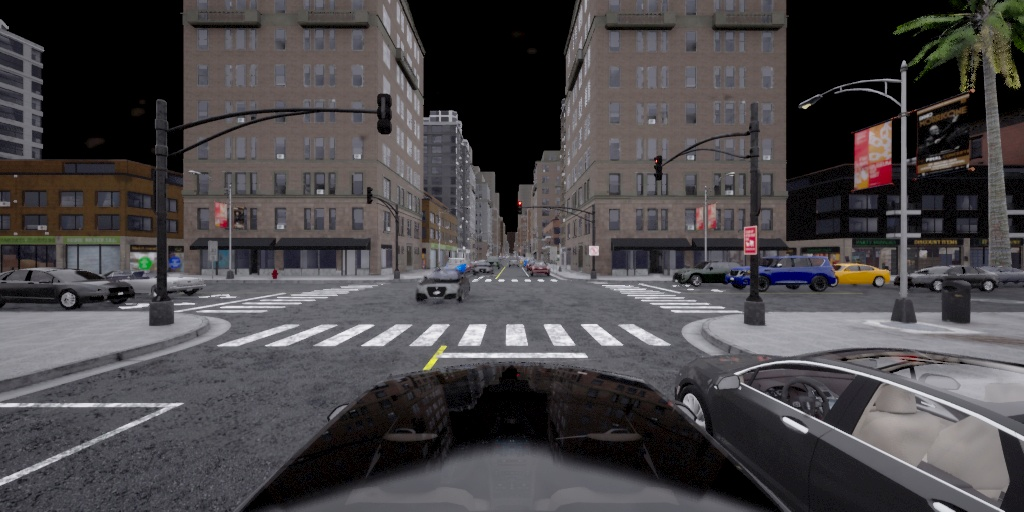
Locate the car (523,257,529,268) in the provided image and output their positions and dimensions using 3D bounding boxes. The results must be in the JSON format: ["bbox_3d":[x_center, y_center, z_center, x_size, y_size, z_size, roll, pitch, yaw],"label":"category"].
[{"bbox_3d":[2.844,1.193,48.335,1.967,1.591,4.097,0,0,0],"label":"car"}]

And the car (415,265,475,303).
[{"bbox_3d":[-3.078,1.313,16.683,1.994,1.385,4.181,0,0,0],"label":"car"}]

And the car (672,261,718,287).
[{"bbox_3d":[13.400,1.116,24.330,4.553,1.767,2.097,0,0,0],"label":"car"}]

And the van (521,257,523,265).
[{"bbox_3d":[2.890,1.093,59.674,1.690,1.789,3.998,0,0,0],"label":"van"}]

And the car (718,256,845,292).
[{"bbox_3d":[15.704,0.993,21.093,5.566,2.045,2.150,0,0,0],"label":"car"}]

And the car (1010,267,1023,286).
[{"bbox_3d":[32.623,1.362,24.440,4.181,1.385,1.994,0,0,-1],"label":"car"}]

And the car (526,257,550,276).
[{"bbox_3d":[2.799,1.192,36.997,1.967,1.591,4.097,0,0,0],"label":"car"}]

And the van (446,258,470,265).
[{"bbox_3d":[-5.727,1.093,37.030,1.690,1.789,3.998,0,0,0],"label":"van"}]

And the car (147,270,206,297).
[{"bbox_3d":[-17.907,1.324,17.451,4.718,1.301,1.895,0,0,0],"label":"car"}]

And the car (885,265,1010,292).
[{"bbox_3d":[25.527,1.293,21.150,4.892,1.490,1.837,0,0,0],"label":"car"}]

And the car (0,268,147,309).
[{"bbox_3d":[-17.946,1.232,14.201,4.892,1.490,1.837,0,0,0],"label":"car"}]

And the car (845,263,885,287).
[{"bbox_3d":[22.614,1.257,24.382,5.008,1.535,1.882,0,0,0],"label":"car"}]

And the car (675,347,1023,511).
[{"bbox_3d":[2.668,1.300,2.347,2.007,1.370,4.403,0,0,0],"label":"car"}]

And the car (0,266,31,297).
[{"bbox_3d":[-26.893,1.236,17.401,4.674,1.442,1.812,0,0,0],"label":"car"}]

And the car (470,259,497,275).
[{"bbox_3d":[-2.966,1.316,37.973,1.994,1.385,4.181,0,0,0],"label":"car"}]

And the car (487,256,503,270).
[{"bbox_3d":[-2.892,0.974,54.126,2.150,2.045,5.566,0,0,0],"label":"car"}]
